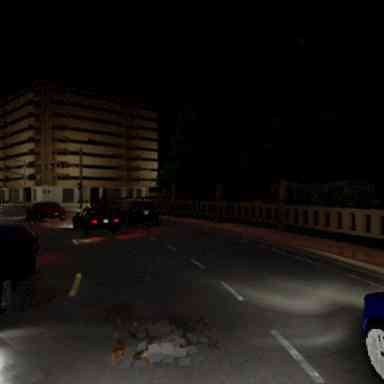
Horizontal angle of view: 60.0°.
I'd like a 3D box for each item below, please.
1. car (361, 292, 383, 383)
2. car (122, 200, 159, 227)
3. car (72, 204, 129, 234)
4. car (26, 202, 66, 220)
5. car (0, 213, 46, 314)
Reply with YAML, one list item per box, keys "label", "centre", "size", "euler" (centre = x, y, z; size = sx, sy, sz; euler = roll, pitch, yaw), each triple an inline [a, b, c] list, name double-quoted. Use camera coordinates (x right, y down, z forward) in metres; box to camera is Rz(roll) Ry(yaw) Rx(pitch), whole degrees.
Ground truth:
- label: "car"
  centre: [3.212, 1.455, 2.303]
  size: [1.882, 1.535, 5.008]
  euler: [0, 0, -4]
- label: "car"
  centre: [-4.065, 1.364, 23.099]
  size: [2.097, 1.767, 4.553]
  euler: [0, 0, -32]
- label: "car"
  centre: [-5.693, 1.571, 19.506]
  size: [2.033, 1.411, 5.357]
  euler: [0, 0, -29]
- label: "car"
  centre: [-12.201, 1.539, 27.576]
  size: [1.882, 1.535, 5.008]
  euler: [0, 0, -43]
- label: "car"
  centre: [-4.805, 1.504, 7.573]
  size: [1.882, 1.535, 5.008]
  euler: [0, 0, -15]
